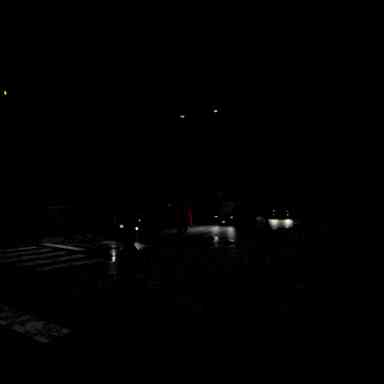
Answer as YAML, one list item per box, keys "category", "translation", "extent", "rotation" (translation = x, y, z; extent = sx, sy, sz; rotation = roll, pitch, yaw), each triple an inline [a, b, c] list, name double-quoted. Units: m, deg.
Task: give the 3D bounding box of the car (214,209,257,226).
- category: "car"
  translation: [3.832, 2.157, 28.769]
  extent: [1.895, 1.301, 4.718]
  rotation: [0, -1, 35]

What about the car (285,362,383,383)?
- category: "car"
  translation: [2.352, 1.551, 1.274]
  extent: [4.403, 1.369, 2.008]
  rotation: [0, 0, 36]

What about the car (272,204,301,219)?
- category: "car"
  translation: [11.123, 2.172, 38.985]
  extent: [2.097, 1.767, 4.553]
  rotation: [0, -1, 36]

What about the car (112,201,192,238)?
- category: "car"
  translation: [-2.213, 1.564, 20.279]
  extent: [2.150, 2.045, 5.566]
  rotation: [0, -1, 35]
